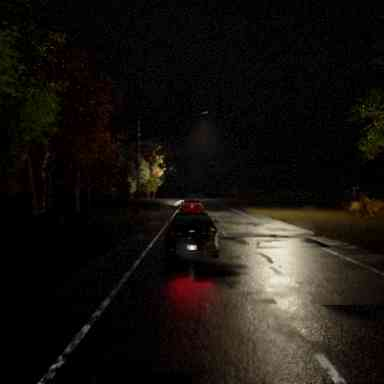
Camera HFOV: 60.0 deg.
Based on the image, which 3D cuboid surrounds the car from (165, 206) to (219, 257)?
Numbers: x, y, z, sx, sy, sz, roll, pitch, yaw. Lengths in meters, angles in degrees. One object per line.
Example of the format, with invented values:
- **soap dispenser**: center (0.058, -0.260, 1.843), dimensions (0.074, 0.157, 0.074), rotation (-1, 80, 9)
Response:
- **car**: center (0.002, 1.510, 12.961), dimensions (1.837, 1.490, 4.892), rotation (0, 0, 0)

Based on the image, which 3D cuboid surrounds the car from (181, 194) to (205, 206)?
- **car**: center (0.004, 1.357, 32.885), dimensions (2.097, 1.767, 4.553), rotation (0, 0, 0)

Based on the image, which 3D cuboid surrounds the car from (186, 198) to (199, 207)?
- **car**: center (0.006, 1.598, 50.877), dimensions (1.895, 1.301, 4.718), rotation (0, 0, 0)
